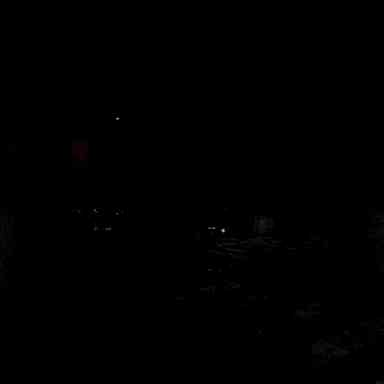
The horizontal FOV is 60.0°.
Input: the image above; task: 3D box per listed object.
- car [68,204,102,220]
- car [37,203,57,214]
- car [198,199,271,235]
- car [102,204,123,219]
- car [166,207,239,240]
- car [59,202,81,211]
[{"bbox_3d":[-11.644,2.010,35.251,2.097,1.767,4.553,0,-1,-36],"label":"car"},{"bbox_3d":[-21.280,2.319,48.641,2.033,1.411,5.357,0,-1,-36],"label":"car"},{"bbox_3d":[2.455,1.508,21.396,2.150,2.045,5.566,0,-1,-36],"label":"car"},{"bbox_3d":[-9.465,2.174,37.781,1.837,1.490,4.892,0,-1,-36],"label":"car"},{"bbox_3d":[0.169,1.784,19.013,1.837,1.490,4.892,0,-1,-36],"label":"car"},{"bbox_3d":[-18.634,2.180,50.530,1.895,1.301,4.718,0,-1,-36],"label":"car"}]
